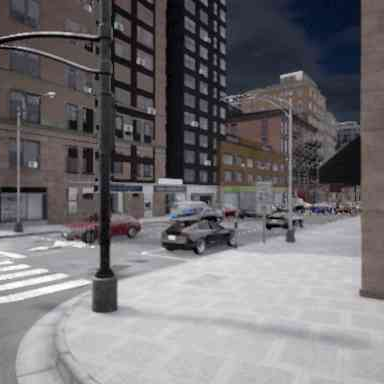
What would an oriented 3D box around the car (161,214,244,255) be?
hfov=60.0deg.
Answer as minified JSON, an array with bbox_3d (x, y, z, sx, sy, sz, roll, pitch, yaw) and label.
[{"bbox_3d":[0.387,1.900,15.084,1.947,1.339,4.313,0,-1,35],"label":"car"}]

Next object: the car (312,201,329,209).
[{"bbox_3d":[25.106,2.468,64.912,1.887,1.381,4.507,-1,-1,35],"label":"car"}]

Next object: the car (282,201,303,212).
[{"bbox_3d":[15.601,2.166,51.440,1.967,1.590,4.097,-1,-1,35],"label":"car"}]

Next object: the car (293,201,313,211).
[{"bbox_3d":[18.671,2.314,55.791,1.752,1.417,4.829,-1,-1,35],"label":"car"}]

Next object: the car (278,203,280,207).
[{"bbox_3d":[9.165,2.126,42.317,1.752,1.417,4.829,0,-1,35],"label":"car"}]

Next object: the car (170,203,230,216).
[{"bbox_3d":[0.607,1.904,25.721,2.128,1.511,4.902,0,-1,35],"label":"car"}]

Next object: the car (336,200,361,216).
[{"bbox_3d":[19.399,1.990,42.036,2.192,1.841,5.009,-1,-1,35],"label":"car"}]

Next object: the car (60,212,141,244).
[{"bbox_3d":[-4.784,1.847,18.076,1.812,1.442,4.674,0,-1,37],"label":"car"}]

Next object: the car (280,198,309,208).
[{"bbox_3d":[12.848,1.855,42.969,2.150,2.045,5.566,0,-1,36],"label":"car"}]

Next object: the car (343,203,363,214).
[{"bbox_3d":[22.665,2.265,46.664,1.752,1.417,4.829,-1,-1,35],"label":"car"}]

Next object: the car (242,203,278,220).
[{"bbox_3d":[6.626,2.066,34.241,2.033,1.411,5.357,0,-1,35],"label":"car"}]

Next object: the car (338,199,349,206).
[{"bbox_3d":[37.780,2.645,82.879,1.967,1.590,4.097,-1,-1,35],"label":"car"}]

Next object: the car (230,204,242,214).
[{"bbox_3d":[2.927,1.927,33.475,1.967,1.590,4.097,0,-1,35],"label":"car"}]

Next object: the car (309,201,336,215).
[{"bbox_3d":[16.671,2.139,42.936,1.882,1.535,5.008,0,0,35],"label":"car"}]

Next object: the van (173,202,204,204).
[{"bbox_3d":[-0.242,1.772,28.984,1.690,1.788,3.998,0,-1,35],"label":"van"}]

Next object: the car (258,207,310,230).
[{"bbox_3d":[6.725,2.008,24.067,1.947,1.339,4.313,0,-1,35],"label":"car"}]

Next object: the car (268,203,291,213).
[{"bbox_3d":[12.432,2.245,46.947,1.802,1.307,4.206,-1,-1,35],"label":"car"}]

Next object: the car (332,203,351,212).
[{"bbox_3d":[23.893,2.407,53.177,1.895,1.301,4.718,0,-1,36],"label":"car"}]
